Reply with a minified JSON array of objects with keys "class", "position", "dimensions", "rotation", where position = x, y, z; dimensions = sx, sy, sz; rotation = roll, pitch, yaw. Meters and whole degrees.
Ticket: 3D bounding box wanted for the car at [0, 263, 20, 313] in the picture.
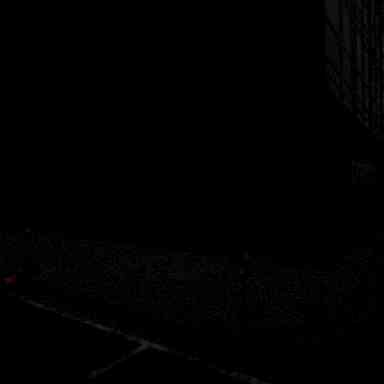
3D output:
[{"class":"car","position":[-4.903,1.600,6.339],"dimensions":[4.206,1.307,1.802],"rotation":[0,-1,35]}]
